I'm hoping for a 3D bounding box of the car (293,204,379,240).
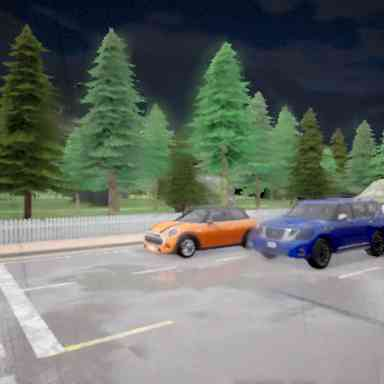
[{"bbox_3d":[7.913,1.512,18.046,5.008,1.535,1.882,0,0,-34],"label":"car"}]

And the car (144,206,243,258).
[{"bbox_3d":[0.439,1.363,12.858,4.553,1.767,2.097,0,0,-35],"label":"car"}]

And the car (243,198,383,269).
[{"bbox_3d":[4.660,1.242,11.577,5.566,2.045,2.150,0,0,-35],"label":"car"}]
